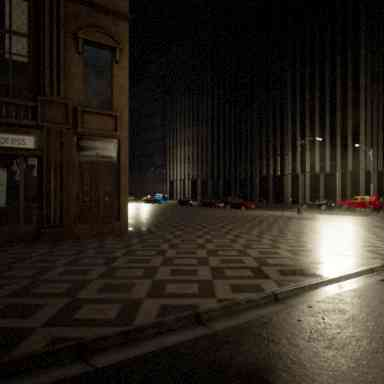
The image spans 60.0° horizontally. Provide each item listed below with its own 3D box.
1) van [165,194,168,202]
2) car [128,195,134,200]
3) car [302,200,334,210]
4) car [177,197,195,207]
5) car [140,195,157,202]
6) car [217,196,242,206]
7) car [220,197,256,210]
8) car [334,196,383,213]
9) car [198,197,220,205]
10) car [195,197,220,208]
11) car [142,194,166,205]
[{"bbox_3d":[-6.981,1.375,74.942,1.690,1.788,3.998,0,0,-36],"label":"van"},{"bbox_3d":[-17.107,1.517,88.752,1.752,1.417,4.829,1,0,-35],"label":"car"},{"bbox_3d":[16.376,1.635,43.114,1.947,1.339,4.313,0,0,-36],"label":"car"},{"bbox_3d":[-0.522,1.487,51.730,1.967,1.590,4.097,0,0,-36],"label":"car"},{"bbox_3d":[-10.419,1.547,79.628,1.752,1.417,4.829,0,0,-36],"label":"car"},{"bbox_3d":[6.366,1.499,56.754,1.967,1.590,4.097,0,0,-36],"label":"car"},{"bbox_3d":[6.151,1.598,42.636,1.887,1.381,4.507,0,0,-36],"label":"car"},{"bbox_3d":[19.713,1.387,38.566,2.192,1.841,5.009,0,0,-36],"label":"car"},{"bbox_3d":[3.028,1.637,61.301,1.802,1.307,4.206,0,0,-36],"label":"car"},{"bbox_3d":[2.814,1.632,47.183,1.802,1.307,4.206,0,0,-36],"label":"car"},{"bbox_3d":[-7.195,1.589,60.822,2.008,1.369,4.403,0,0,-36],"label":"car"}]
